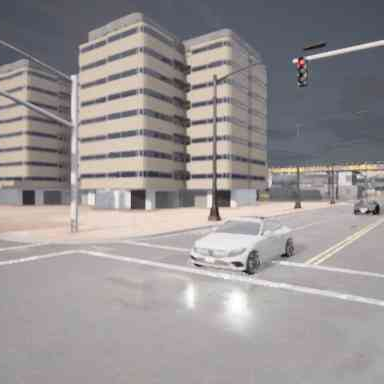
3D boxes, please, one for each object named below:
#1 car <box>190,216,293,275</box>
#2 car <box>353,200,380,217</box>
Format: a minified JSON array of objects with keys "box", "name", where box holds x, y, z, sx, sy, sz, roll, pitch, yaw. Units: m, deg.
[{"box":[1.817,1.523,10.684,1.812,1.442,4.674,0,0,35],"name":"car"},{"box":[16.709,1.479,31.707,2.128,1.511,4.902,0,0,35],"name":"car"}]
